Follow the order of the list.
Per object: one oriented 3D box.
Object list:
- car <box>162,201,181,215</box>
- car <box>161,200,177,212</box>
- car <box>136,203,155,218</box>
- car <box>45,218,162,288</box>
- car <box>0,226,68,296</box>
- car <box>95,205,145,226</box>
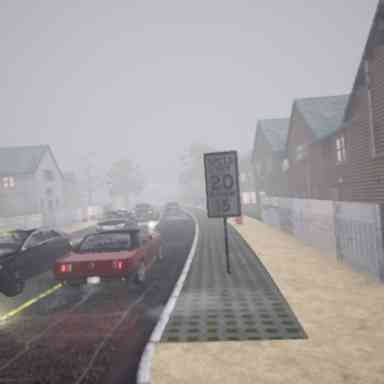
[{"bbox_3d":[-2.357,1.912,39.809,1.837,1.490,4.892,-4,0,-4],"label":"car"},{"bbox_3d":[-3.502,2.083,50.207,1.812,1.442,4.674,-4,0,-9],"label":"car"},{"bbox_3d":[-4.826,1.870,32.966,2.097,1.767,4.553,-4,0,-3],"label":"car"},{"bbox_3d":[-2.094,1.725,9.743,1.895,1.301,4.718,-4,-1,4],"label":"car"},{"bbox_3d":[-5.057,1.819,9.573,2.128,1.511,4.902,-4,-1,3],"label":"car"},{"bbox_3d":[-4.605,1.894,20.723,2.128,1.511,4.902,-4,-1,0],"label":"car"}]
